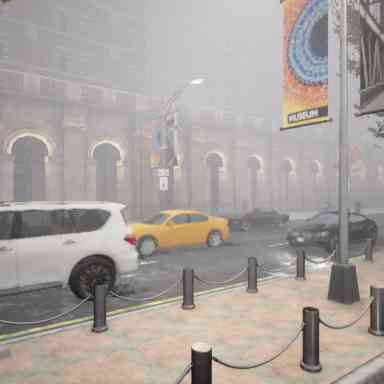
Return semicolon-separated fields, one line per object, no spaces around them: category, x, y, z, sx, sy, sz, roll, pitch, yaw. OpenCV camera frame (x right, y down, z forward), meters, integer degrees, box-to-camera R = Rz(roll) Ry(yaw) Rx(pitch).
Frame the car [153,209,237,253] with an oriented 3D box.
car;-0.776;1.477;13.294;5.008;1.535;1.882;0;0;-36

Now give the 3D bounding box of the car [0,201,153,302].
car;-3.838;1.224;6.769;5.566;2.045;2.150;0;0;-36

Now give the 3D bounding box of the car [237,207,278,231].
car;3.782;1.595;20.477;4.718;1.301;1.895;0;0;-36

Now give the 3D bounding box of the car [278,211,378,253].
car;5.953;1.526;13.839;4.674;1.442;1.812;0;0;-36
